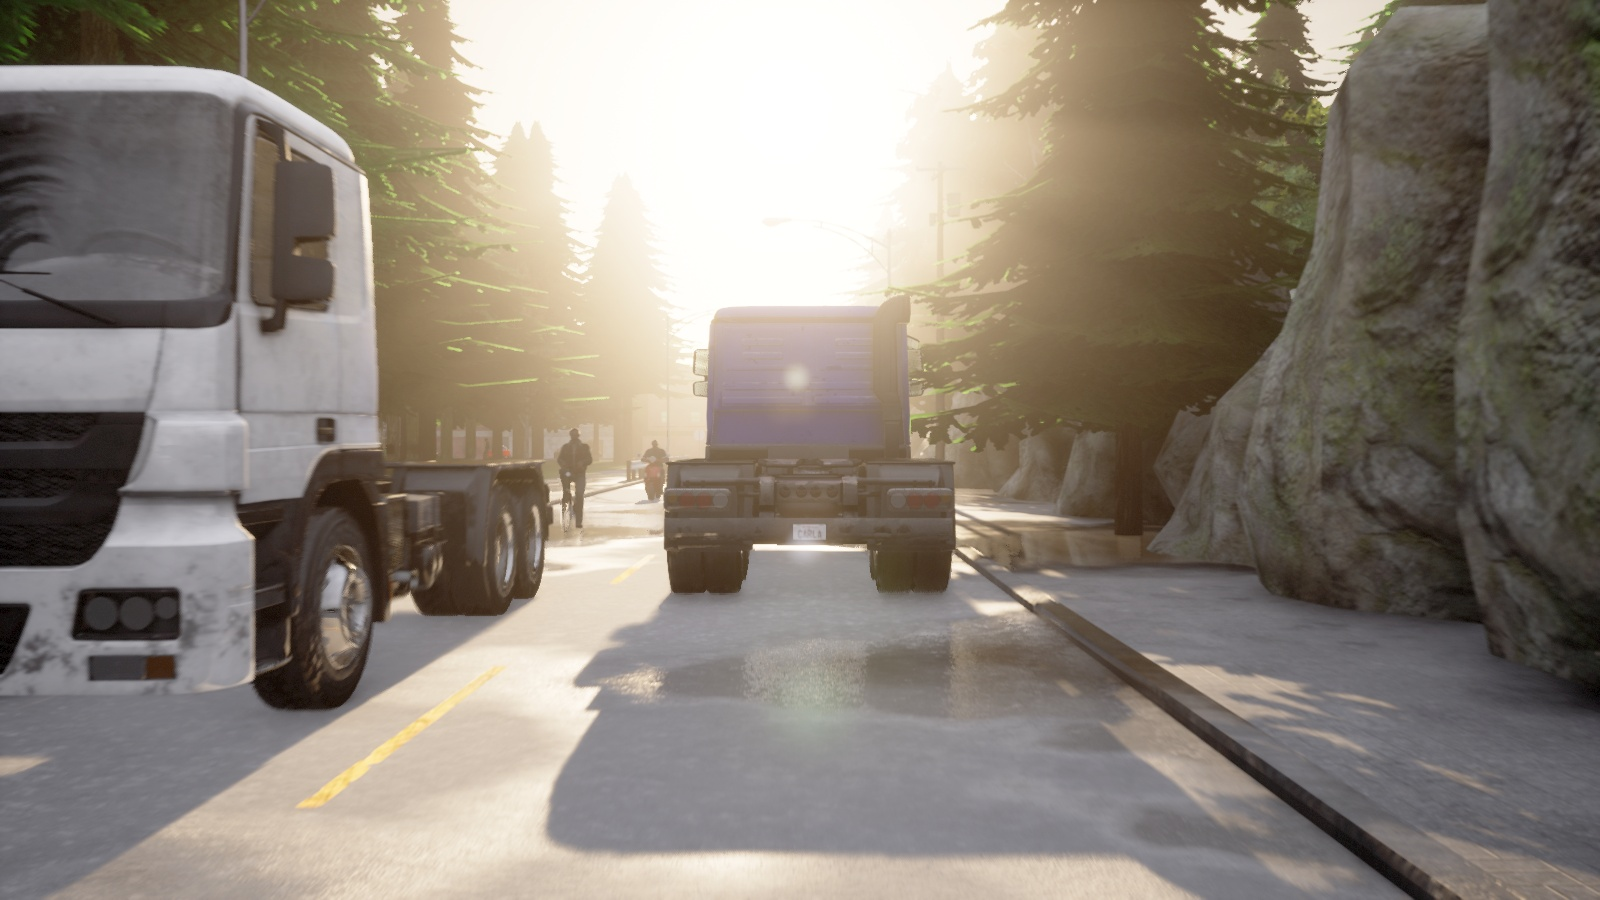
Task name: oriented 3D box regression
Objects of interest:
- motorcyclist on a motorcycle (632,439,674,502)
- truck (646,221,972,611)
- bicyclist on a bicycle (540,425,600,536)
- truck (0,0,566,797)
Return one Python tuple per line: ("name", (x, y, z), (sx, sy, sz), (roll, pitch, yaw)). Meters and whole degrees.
("motorcyclist on a motorcycle", (-3.798, 0.508, 32.613), (0.866, 1.590, 1.817), (0, 0, 0))
("truck", (0.103, -0.323, 15.120), (2.891, 3.462, 7.936), (0, 0, 0))
("bicyclist on a bicycle", (-3.863, 0.492, 21.176), (0.659, 1.776, 1.843), (0, 0, 0))
("truck", (-3.931, -0.292, 9.259), (2.891, 3.462, 7.936), (0, 0, 0))
